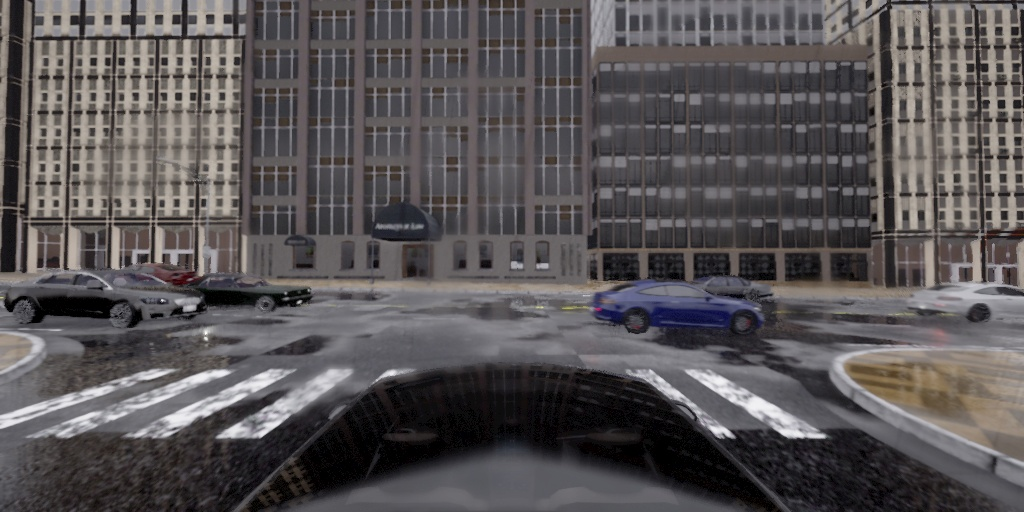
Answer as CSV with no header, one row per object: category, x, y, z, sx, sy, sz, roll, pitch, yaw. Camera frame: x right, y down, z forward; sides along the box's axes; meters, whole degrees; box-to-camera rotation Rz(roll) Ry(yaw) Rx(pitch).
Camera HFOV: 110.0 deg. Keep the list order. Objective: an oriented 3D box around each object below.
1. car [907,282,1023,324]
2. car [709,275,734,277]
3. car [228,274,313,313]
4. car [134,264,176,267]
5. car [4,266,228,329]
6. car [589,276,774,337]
car,17.790,1.732,13.490,4.674,1.442,1.812,1,-1,1
car,11.633,1.807,20.270,5.357,1.411,2.033,1,-1,1
car,-10.376,1.376,13.809,4.718,1.301,1.895,2,-1,1
car,-20.967,1.201,20.631,5.008,1.535,1.882,1,-1,1
car,-11.520,1.148,10.342,4.902,1.511,2.128,1,-2,5
car,4.616,1.414,10.396,4.674,1.442,1.812,1,-1,0
